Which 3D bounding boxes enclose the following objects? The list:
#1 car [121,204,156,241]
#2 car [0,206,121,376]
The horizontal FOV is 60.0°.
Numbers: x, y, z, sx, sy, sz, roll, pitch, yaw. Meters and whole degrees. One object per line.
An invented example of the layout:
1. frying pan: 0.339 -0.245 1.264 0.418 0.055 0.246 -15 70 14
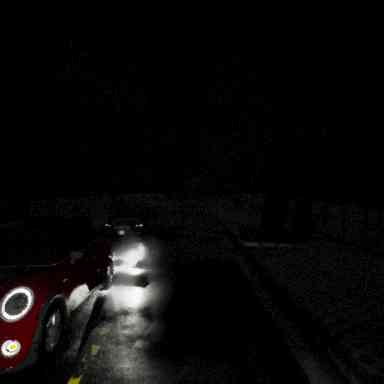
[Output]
1. car: -2.848 1.356 15.964 2.128 1.511 4.902 0 1 0
2. car: -2.852 1.303 5.811 2.097 1.767 4.553 0 1 0
